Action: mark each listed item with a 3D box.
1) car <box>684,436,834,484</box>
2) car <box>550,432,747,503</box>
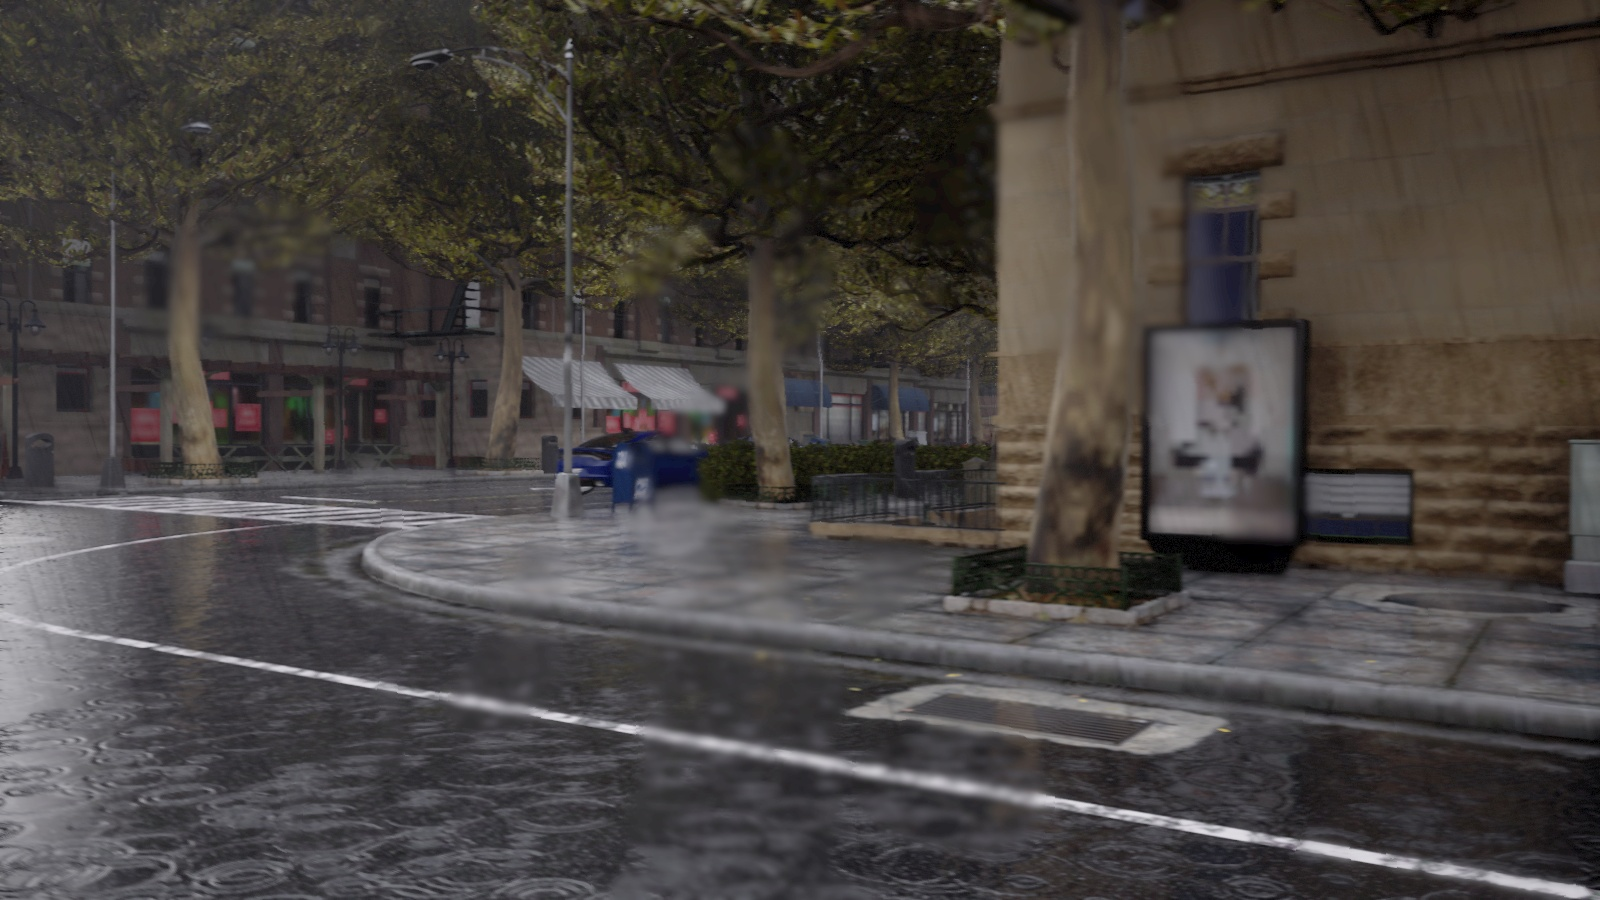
[{"bbox_3d":[-1.211,0.274,40.045,2.033,1.411,5.357,0,1,33],"label":"car"},{"bbox_3d":[-3.504,0.357,30.087,1.882,1.535,5.008,0,1,33],"label":"car"}]
